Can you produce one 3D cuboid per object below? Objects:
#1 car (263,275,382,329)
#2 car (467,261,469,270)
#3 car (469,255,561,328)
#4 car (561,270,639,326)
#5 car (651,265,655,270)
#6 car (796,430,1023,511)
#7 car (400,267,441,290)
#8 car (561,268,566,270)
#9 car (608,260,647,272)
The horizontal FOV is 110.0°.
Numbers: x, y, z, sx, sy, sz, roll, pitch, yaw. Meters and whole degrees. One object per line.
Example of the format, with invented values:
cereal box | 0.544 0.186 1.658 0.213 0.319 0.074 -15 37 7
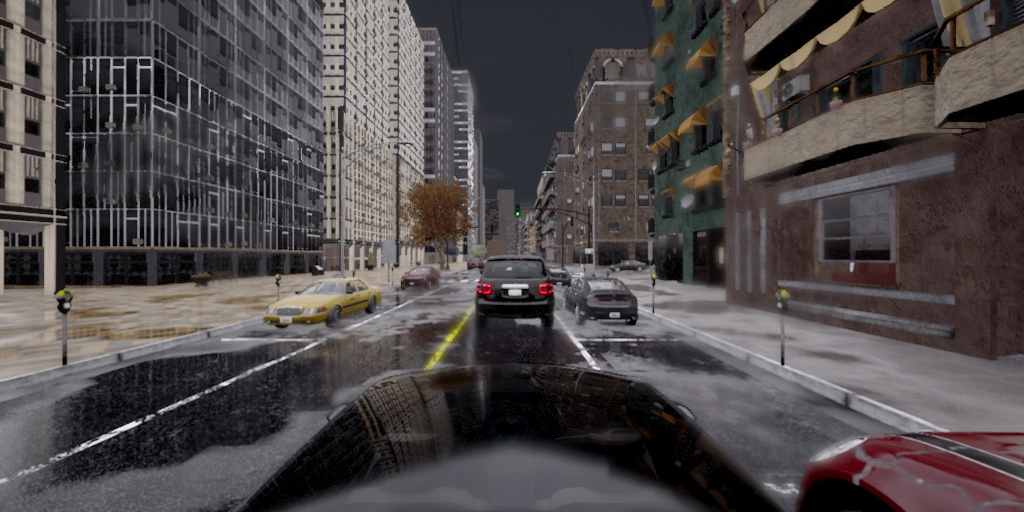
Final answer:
car | -5.683 1.295 11.423 1.751 1.417 4.829 0 0 0
car | -5.642 1.199 55.045 2.192 1.841 5.009 0 0 0
car | 0.099 0.993 11.623 2.150 2.045 5.566 0 0 0
car | 2.698 1.320 11.584 2.007 1.370 4.403 0 0 0
car | 18.869 1.083 42.106 4.829 1.417 1.751 0 0 -1
car | 2.687 1.187 0.519 1.967 1.591 4.097 0 0 0
car | -5.672 1.339 22.658 1.888 1.381 4.507 0 0 0
car | 2.708 1.344 22.650 2.007 1.370 4.403 0 0 0
car | 13.472 1.185 42.056 4.403 1.370 2.007 0 0 -1
